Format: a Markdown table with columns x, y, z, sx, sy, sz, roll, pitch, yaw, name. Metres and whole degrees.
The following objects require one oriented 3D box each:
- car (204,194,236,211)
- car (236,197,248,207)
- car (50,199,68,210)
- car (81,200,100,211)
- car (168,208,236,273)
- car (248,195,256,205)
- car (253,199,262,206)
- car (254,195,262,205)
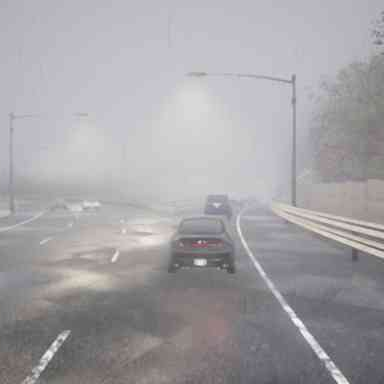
| x | y | z | sx | sy | sz | roll | pitch | yaw | name |
| --- | --- | --- | --- | --- | --- | --- | --- | --- | --- |
| 2.341 | 1.193 | 28.285 | 2.150 | 2.045 | 5.566 | 0 | 0 | 9 | car |
| 6.707 | 1.476 | 48.679 | 1.812 | 1.442 | 4.674 | 0 | 0 | 15 | car |
| -16.924 | 1.532 | 42.322 | 2.033 | 1.411 | 5.357 | 0 | 0 | -25 | car |
| -12.599 | 1.580 | 41.131 | 1.895 | 1.301 | 4.718 | 0 | 0 | -23 | car |
| 0.346 | 1.495 | 10.681 | 1.837 | 1.490 | 4.892 | 0 | 0 | 3 | car |
| 10.174 | 1.716 | 61.394 | 1.895 | 1.301 | 4.718 | 0 | -1 | 15 | car |
| 16.598 | 2.646 | 83.875 | 1.812 | 1.442 | 4.674 | 0 | -4 | 17 | car |
| 13.659 | 1.819 | 73.964 | 2.150 | 2.045 | 5.566 | 0 | -3 | 16 | car |
